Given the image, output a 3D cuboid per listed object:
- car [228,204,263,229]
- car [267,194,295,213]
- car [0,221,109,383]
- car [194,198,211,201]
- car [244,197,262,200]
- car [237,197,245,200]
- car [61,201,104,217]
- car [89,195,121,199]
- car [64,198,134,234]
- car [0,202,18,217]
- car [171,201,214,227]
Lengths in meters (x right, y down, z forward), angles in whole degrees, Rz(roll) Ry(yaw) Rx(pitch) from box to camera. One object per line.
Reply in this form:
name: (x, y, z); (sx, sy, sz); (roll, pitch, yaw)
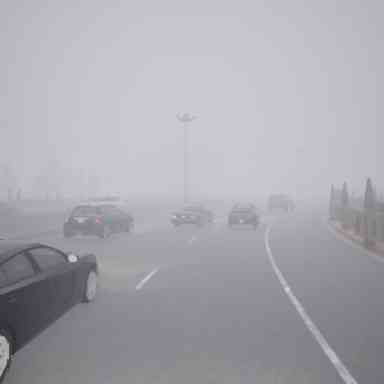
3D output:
car: (3.633, 1.547, 22.437); (2.128, 1.511, 4.902); (0, 0, 16)
car: (10.524, 1.309, 39.131); (2.150, 2.045, 5.566); (0, -1, 29)
car: (-3.054, 1.486, 5.211); (1.882, 1.535, 5.008); (0, 0, 3)
car: (1.923, 1.826, 64.312); (1.994, 1.385, 4.181); (-1, -1, 38)
car: (12.933, 1.796, 66.366); (1.994, 1.385, 4.181); (-1, -1, 42)
car: (10.870, 1.744, 69.279); (1.994, 1.385, 4.181); (-1, -1, 42)
car: (-11.110, 1.681, 33.971); (1.994, 1.385, 4.181); (0, 0, 20)
car: (-8.508, 1.321, 31.047); (2.150, 2.045, 5.566); (0, 0, 19)
car: (-4.752, 1.396, 17.612); (2.097, 1.767, 4.553); (0, 0, 12)
car: (-16.868, 1.593, 27.620); (1.837, 1.490, 4.892); (0, 0, 17)
car: (0.166, 1.608, 23.235); (2.033, 1.411, 5.357); (0, 0, 16)
